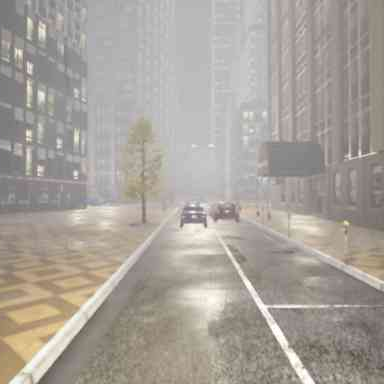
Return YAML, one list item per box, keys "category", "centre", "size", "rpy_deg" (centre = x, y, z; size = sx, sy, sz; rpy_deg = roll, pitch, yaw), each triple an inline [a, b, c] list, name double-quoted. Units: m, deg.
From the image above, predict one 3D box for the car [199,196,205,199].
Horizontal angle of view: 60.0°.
- category: "car"
  centre: [2.588, 1.811, 92.295]
  size: [1.947, 1.339, 4.313]
  rpy_deg: [1, 0, 0]

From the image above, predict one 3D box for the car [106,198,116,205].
- category: "car"
  centre: [-17.444, 1.905, 67.034]
  size: [4.403, 1.369, 2.008]
  rpy_deg: [-1, -1, 14]

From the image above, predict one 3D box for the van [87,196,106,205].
- category: "van"
  centre: [-17.822, 1.538, 58.868]
  size: [3.998, 1.788, 1.690]
  rpy_deg: [-1, -1, 14]

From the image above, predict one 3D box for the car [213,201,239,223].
- category: "car"
  centre: [2.583, 1.487, 26.324]
  size: [1.967, 1.590, 4.097]
  rpy_deg: [1, 0, 0]

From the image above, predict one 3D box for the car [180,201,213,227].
- category: "car"
  centre: [0.103, 1.587, 23.071]
  size: [2.033, 1.411, 5.357]
  rpy_deg: [0, 0, 0]

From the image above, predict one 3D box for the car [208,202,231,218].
- category: "car"
  centre: [2.581, 1.641, 31.891]
  size: [1.802, 1.307, 4.206]
  rpy_deg: [1, 0, 0]

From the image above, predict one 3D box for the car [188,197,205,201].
- category: "car"
  centre: [0.106, 1.640, 38.643]
  size: [1.994, 1.385, 4.181]
  rpy_deg: [0, 0, 0]
